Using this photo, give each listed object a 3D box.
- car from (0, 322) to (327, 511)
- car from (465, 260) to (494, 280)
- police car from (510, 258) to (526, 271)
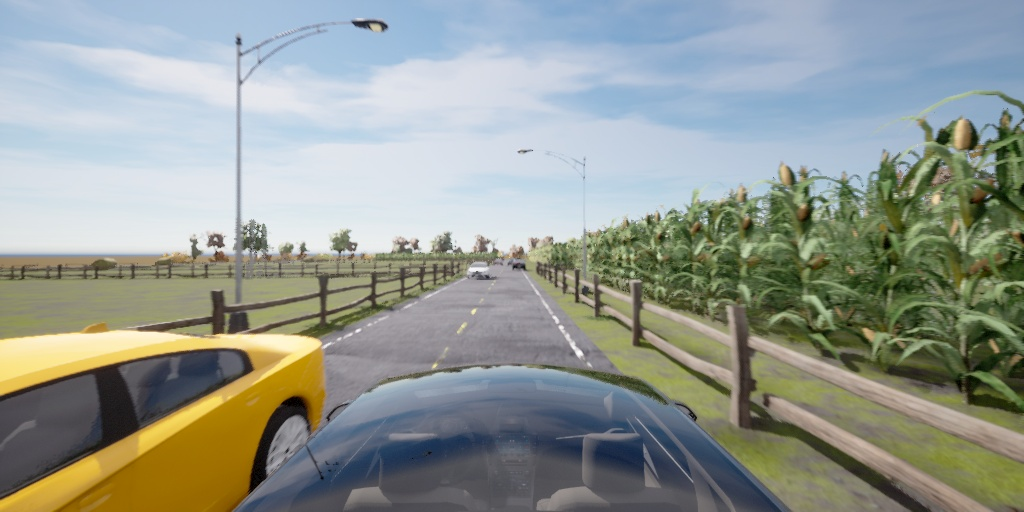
[{"bbox_3d":[-2.832,1.228,1.618,1.882,1.535,5.008,0,0,0],"label":"car"},{"bbox_3d":[-2.836,1.269,31.474,1.812,1.442,4.674,0,0,0],"label":"car"},{"bbox_3d":[0.977,1.166,50.341,1.930,1.638,5.238,0,0,0],"label":"police car"}]
